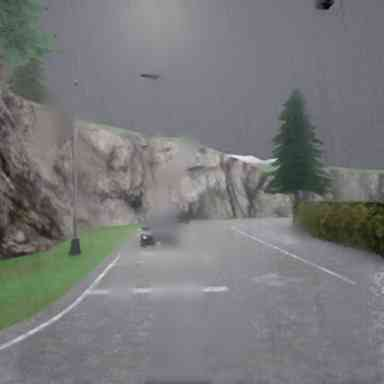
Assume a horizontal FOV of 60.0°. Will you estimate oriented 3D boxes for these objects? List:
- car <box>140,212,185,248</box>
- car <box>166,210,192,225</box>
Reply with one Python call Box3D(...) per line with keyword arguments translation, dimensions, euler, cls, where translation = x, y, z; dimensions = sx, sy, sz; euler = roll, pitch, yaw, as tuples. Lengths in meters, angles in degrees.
Box3D(translation=(-1.557, 1.999, 17.469), dimensions=(2.033, 1.411, 5.357), euler=(0, -1, -3), cls="car")
Box3D(translation=(-1.534, 2.309, 29.916), dimensions=(2.033, 1.411, 5.357), euler=(-1, -2, 17), cls="car")
